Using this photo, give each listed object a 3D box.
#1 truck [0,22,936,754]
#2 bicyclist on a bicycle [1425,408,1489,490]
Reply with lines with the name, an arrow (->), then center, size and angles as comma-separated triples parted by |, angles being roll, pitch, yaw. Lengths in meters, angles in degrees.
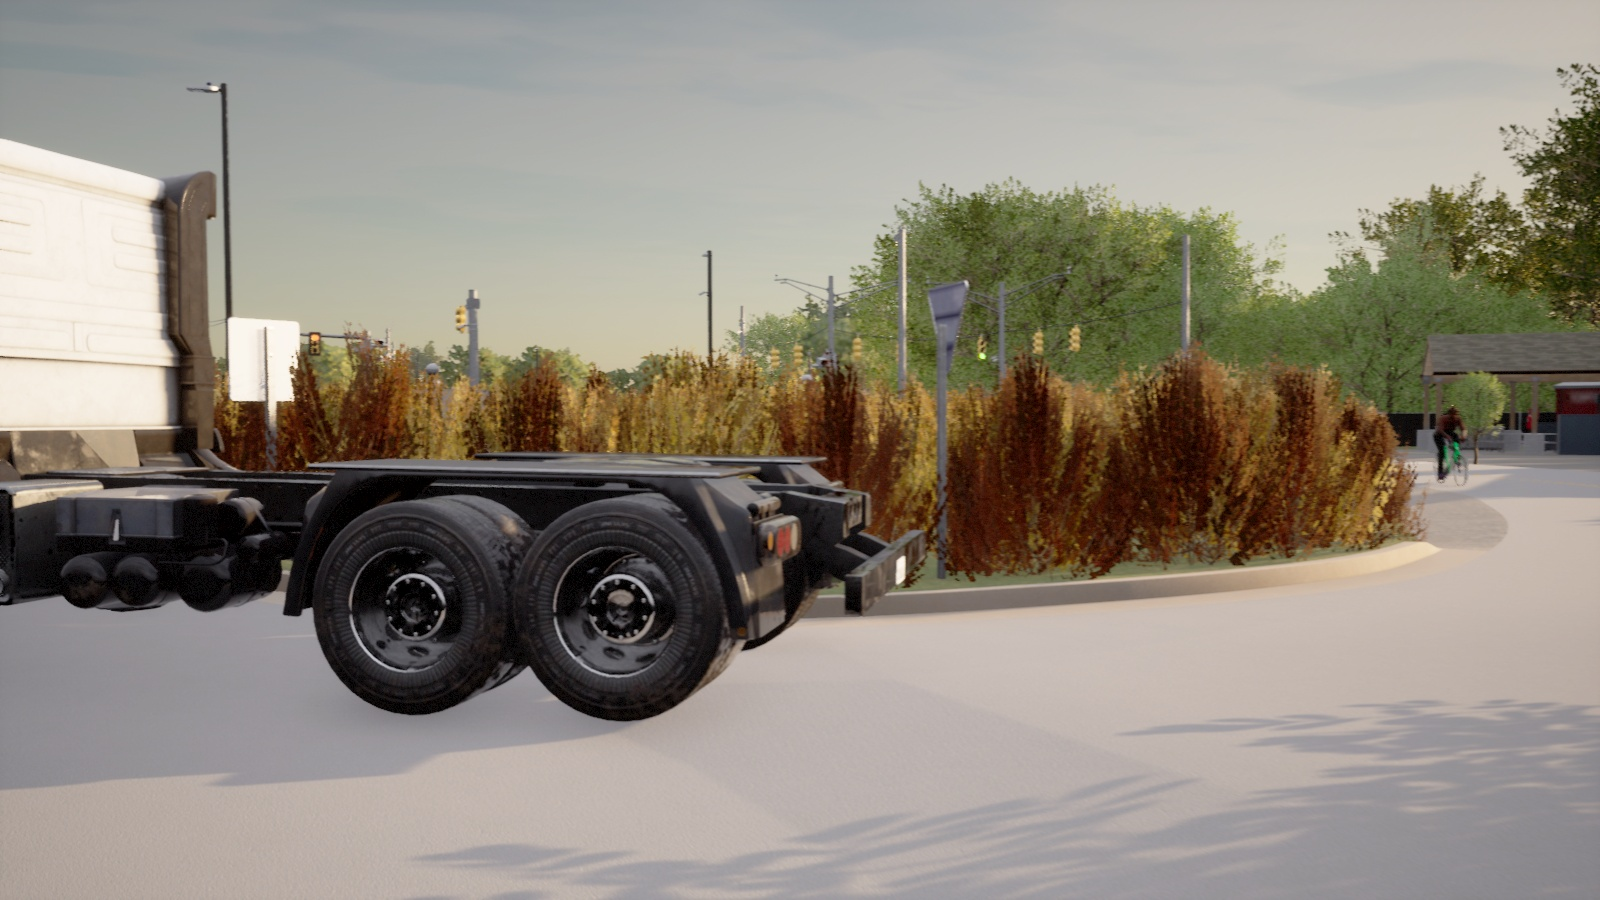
truck -> -3.263, -0.390, 8.207 | 7.936, 3.462, 2.891 | 1, 2, 12
bicyclist on a bicycle -> 13.403, -0.043, 25.660 | 0.582, 1.620, 1.656 | -1, 2, 6
